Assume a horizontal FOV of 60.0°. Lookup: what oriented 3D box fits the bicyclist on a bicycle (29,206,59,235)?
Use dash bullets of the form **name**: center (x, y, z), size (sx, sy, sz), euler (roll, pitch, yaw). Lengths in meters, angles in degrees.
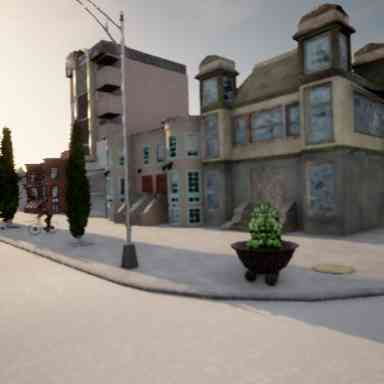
- **bicyclist on a bicycle**: center (-8.429, 1.602, 18.925), size (1.656, 1.620, 0.582), euler (-2, 0, -42)
